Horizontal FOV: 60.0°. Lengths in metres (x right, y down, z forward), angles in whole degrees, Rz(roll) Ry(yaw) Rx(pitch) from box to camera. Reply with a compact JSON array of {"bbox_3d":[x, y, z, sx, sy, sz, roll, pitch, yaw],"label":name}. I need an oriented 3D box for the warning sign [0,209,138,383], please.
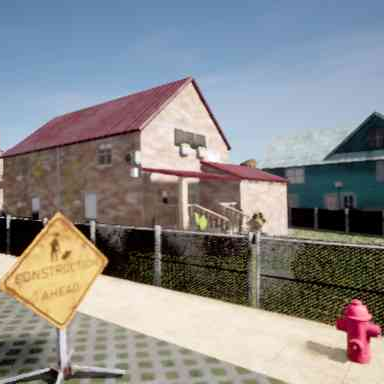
[{"bbox_3d":[-1.480,1.158,3.723,1.060,1.860,1.300,-2,0,36],"label":"warning sign"}]
